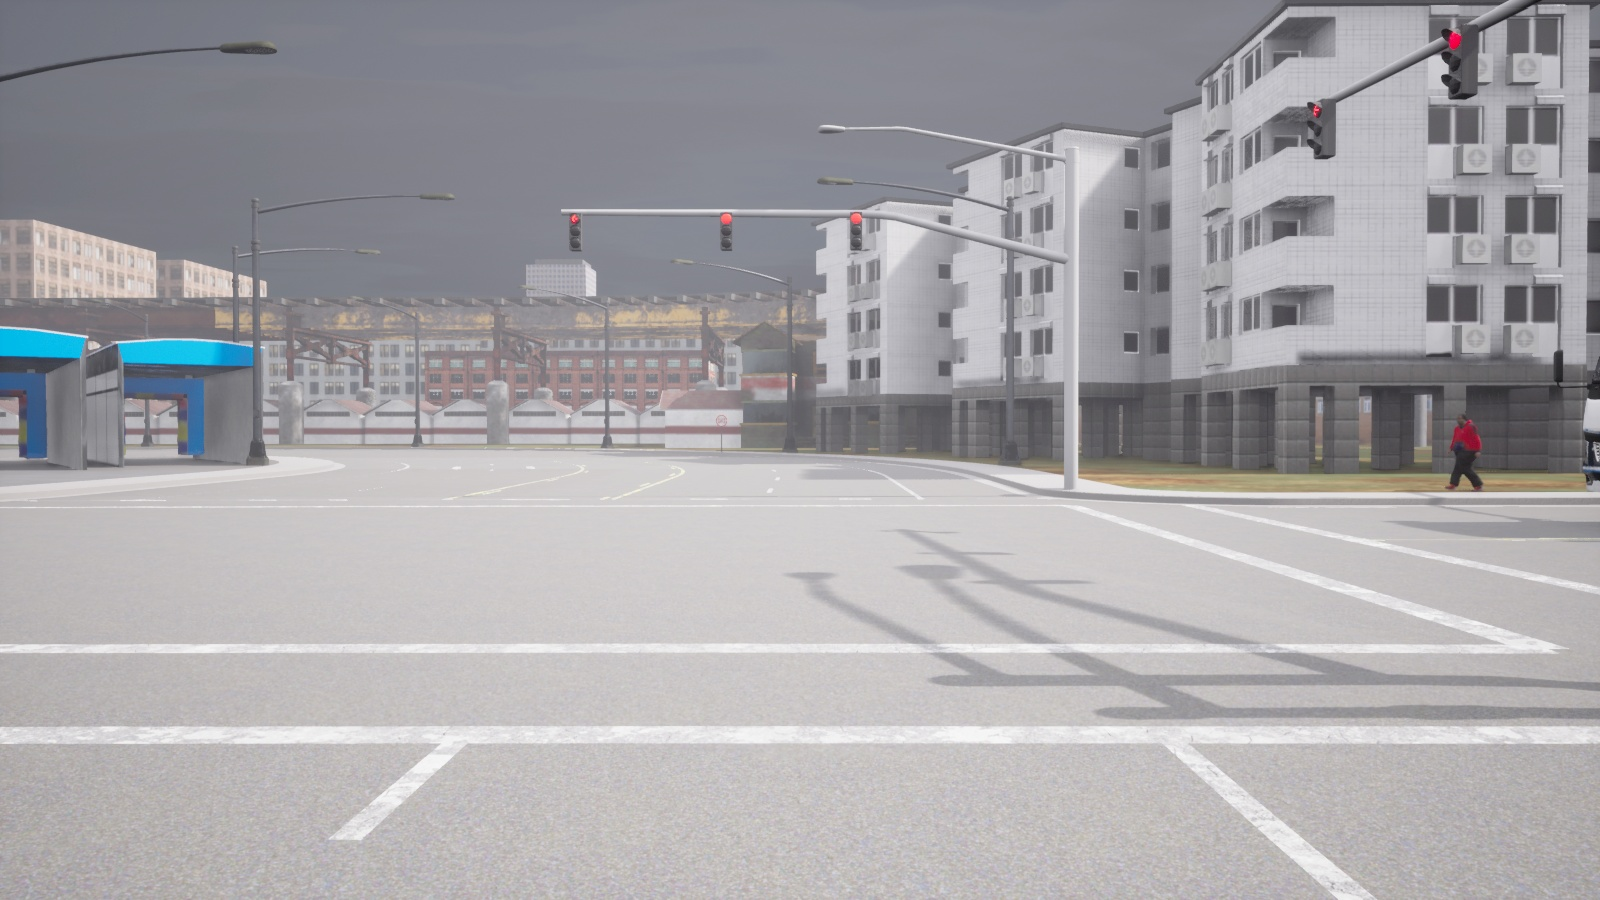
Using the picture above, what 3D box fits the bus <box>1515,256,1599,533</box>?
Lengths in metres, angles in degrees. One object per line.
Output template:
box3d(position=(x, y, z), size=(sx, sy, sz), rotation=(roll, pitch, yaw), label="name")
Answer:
box3d(position=(17.420, -0.860, 19.572), size=(10.273, 4.253, 3.944), rotation=(0, 1, -1), label="bus")

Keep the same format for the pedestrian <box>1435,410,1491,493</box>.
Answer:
box3d(position=(14.801, 0.030, 28.037), size=(0.899, 1.844, 0.634), rotation=(0, 1, -2), label="pedestrian")
